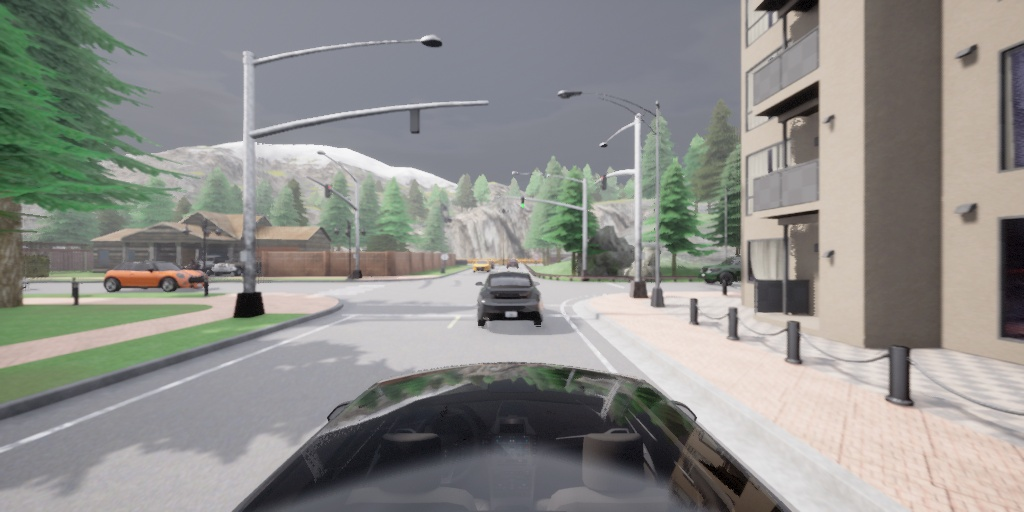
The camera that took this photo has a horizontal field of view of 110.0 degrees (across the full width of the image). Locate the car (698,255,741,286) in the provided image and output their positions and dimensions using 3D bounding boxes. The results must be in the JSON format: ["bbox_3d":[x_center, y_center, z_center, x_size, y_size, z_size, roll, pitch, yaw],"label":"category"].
[{"bbox_3d":[16.021,0.972,24.904,5.566,2.045,2.150,0,0,-1],"label":"car"}]

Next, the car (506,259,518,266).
[{"bbox_3d":[0.104,1.239,60.233,1.812,1.442,4.674,0,0,0],"label":"car"}]

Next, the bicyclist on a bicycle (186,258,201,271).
[{"bbox_3d":[-24.554,1.001,27.697,0.582,1.620,1.656,0,0,-1],"label":"bicyclist on a bicycle"}]

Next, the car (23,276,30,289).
[{"bbox_3d":[-30.210,1.250,20.079,4.674,1.442,1.812,0,0,-1],"label":"car"}]

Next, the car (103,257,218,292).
[{"bbox_3d":[-19.944,1.077,20.303,4.553,1.767,2.097,0,0,-1],"label":"car"}]

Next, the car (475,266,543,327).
[{"bbox_3d":[-0.128,1.249,11.613,1.837,1.490,4.892,0,0,-3],"label":"car"}]

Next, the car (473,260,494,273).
[{"bbox_3d":[-3.574,1.202,43.066,1.882,1.535,5.008,0,0,0],"label":"car"}]
